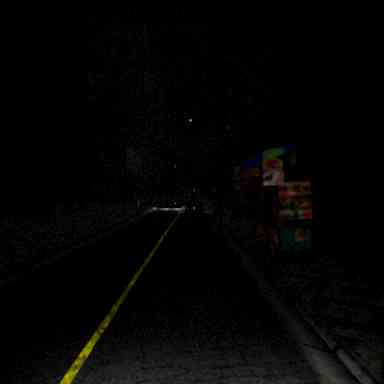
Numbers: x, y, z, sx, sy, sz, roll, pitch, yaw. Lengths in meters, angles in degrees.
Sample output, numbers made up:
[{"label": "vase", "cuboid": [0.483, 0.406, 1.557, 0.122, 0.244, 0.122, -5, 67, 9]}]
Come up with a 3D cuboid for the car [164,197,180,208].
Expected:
[{"label": "car", "cuboid": [-2.816, 1.500, 47.938, 1.837, 1.490, 4.892, 0, -1, 1]}]

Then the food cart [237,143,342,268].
[{"label": "food cart", "cuboid": [3.134, 0.450, 11.970, 2.280, 3.560, 4.660, -2, -2, 0]}]

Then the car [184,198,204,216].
[{"label": "car", "cuboid": [0.217, 1.529, 32.840, 2.033, 1.411, 5.357, 0, 0, 0]}]

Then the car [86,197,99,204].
[{"label": "car", "cuboid": [-18.739, 1.706, 65.926, 4.313, 1.339, 1.947, 0, -1, 0]}]

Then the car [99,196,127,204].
[{"label": "car", "cuboid": [-13.308, 1.353, 57.393, 4.097, 1.590, 1.967, 0, -2, -1]}]

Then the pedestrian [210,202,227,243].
[{"label": "pedestrian", "cuboid": [1.153, 1.276, 14.563, 0.375, 1.860, 0.375, 2, -2, -10]}]

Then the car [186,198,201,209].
[{"label": "car", "cuboid": [0.216, 1.553, 45.118, 1.994, 1.385, 4.181, 0, 0, 2]}]

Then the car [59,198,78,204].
[{"label": "car", "cuboid": [-24.225, 1.725, 65.941, 4.206, 1.307, 1.802, 0, -1, 0]}]
